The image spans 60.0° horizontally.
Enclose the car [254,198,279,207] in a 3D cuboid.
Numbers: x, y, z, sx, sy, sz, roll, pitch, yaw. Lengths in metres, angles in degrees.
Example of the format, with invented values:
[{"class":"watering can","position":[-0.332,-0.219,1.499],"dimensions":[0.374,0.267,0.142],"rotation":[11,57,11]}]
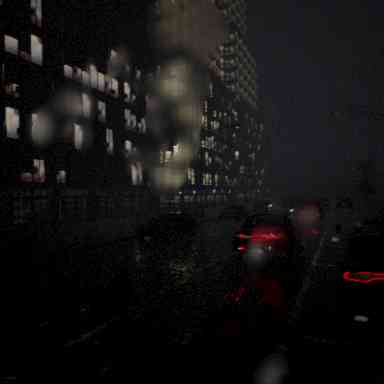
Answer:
[{"class":"car","position":[8.142,1.586,37.802],"dimensions":[2.008,1.369,4.403],"rotation":[-1,0,24]}]

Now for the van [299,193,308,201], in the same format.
[{"class":"van","position":[26.694,1.152,79.388],"dimensions":[1.690,1.788,3.998],"rotation":[-1,0,24]}]

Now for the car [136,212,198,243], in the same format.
[{"class":"car","position":[-1.135,1.705,17.010],"dimensions":[1.947,1.339,4.313],"rotation":[-1,0,24]}]

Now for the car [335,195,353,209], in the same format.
[{"class":"car","position":[18.108,1.363,39.574],"dimensions":[1.947,1.339,4.313],"rotation":[-1,0,24]}]

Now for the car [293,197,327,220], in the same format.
[{"class":"car","position":[9.839,1.435,27.407],"dimensions":[1.837,1.490,4.892],"rotation":[-2,0,24]}]

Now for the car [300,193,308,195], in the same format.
[{"class":"car","position":[24.376,1.280,74.189],"dimensions":[1.967,1.590,4.097],"rotation":[-1,0,24]}]

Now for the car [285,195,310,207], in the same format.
[{"class":"car","position":[14.450,1.488,45.369],"dimensions":[1.994,1.385,4.181],"rotation":[-2,0,24]}]

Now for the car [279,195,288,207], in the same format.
[{"class":"car","position":[12.781,1.527,48.198],"dimensions":[1.887,1.381,4.507],"rotation":[-1,0,24]}]

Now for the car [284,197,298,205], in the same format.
[{"class":"car","position":[17.421,1.509,58.595],"dimensions":[1.802,1.307,4.206],"rotation":[-1,0,24]}]

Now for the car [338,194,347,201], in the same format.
[{"class":"car","position":[32.024,1.211,70.761],"dimensions":[1.802,1.307,4.206],"rotation":[-1,0,24]}]

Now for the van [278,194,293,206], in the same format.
[{"class":"van","position":[15.097,1.296,53.398],"dimensions":[1.690,1.788,3.998],"rotation":[-1,0,24]}]

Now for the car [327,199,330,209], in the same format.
[{"class":"car","position":[16.775,1.378,43.200],"dimensions":[1.812,1.442,4.674],"rotation":[-2,0,24]}]

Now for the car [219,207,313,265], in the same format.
[{"class":"car","position":[2.866,1.498,11.784],"dimensions":[2.128,1.511,4.902],"rotation":[-2,0,24]}]

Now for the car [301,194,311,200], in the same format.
[{"class":"car","position":[29.018,1.347,84.586],"dimensions":[1.947,1.339,4.313],"rotation":[-1,0,24]}]

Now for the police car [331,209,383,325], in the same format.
[{"class":"police car","position":[4.045,1.371,6.987],"dimensions":[1.930,1.638,5.238],"rotation":[-2,0,24]}]

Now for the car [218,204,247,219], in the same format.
[{"class":"car","position":[3.504,1.670,27.404],"dimensions":[1.802,1.307,4.206],"rotation":[-1,0,24]}]
